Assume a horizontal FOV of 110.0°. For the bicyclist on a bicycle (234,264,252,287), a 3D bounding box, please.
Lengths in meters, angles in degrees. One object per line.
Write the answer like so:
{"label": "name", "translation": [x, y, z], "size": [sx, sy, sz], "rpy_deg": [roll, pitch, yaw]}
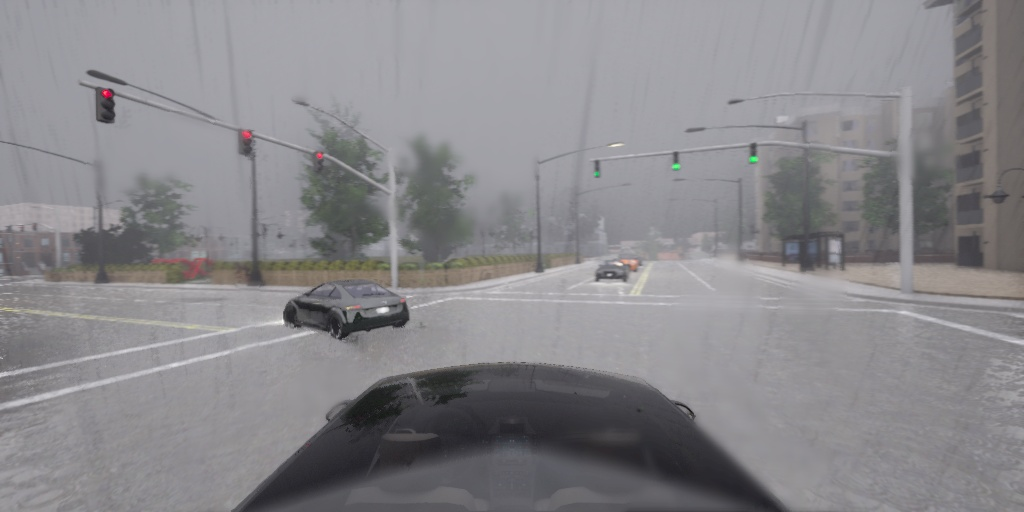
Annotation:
{"label": "bicyclist on a bicycle", "translation": [-17.778, 1.246, 23.868], "size": [0.582, 1.620, 1.656], "rpy_deg": [-23, 1, 20]}

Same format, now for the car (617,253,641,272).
{"label": "car", "translation": [10.664, 0.564, 33.662], "size": [2.097, 1.767, 4.553], "rpy_deg": [-1, 1, 22]}

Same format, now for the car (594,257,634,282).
{"label": "car", "translation": [6.883, 0.966, 24.409], "size": [1.994, 1.385, 4.181], "rpy_deg": [-1, 1, 23]}

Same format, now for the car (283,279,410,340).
{"label": "car", "translation": [-4.863, 1.385, 10.394], "size": [4.181, 1.385, 1.994], "rpy_deg": [-1, 0, 38]}
